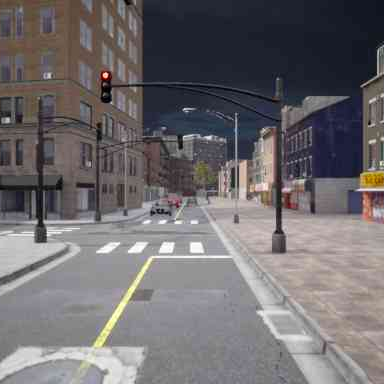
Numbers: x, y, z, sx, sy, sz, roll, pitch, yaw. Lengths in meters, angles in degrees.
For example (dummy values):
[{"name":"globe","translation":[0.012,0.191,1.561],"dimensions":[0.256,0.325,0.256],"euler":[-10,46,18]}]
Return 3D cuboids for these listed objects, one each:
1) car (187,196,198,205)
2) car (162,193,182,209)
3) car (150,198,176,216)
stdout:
[{"name":"car","translation":[0.026,1.511,59.308],"dimensions":[2.128,1.511,4.902],"euler":[0,0,0]},{"name":"car","translation":[-2.897,1.232,46.866],"dimensions":[2.150,2.045,5.566],"euler":[0,0,0]},{"name":"car","translation":[-2.889,1.569,32.142],"dimensions":[1.994,1.385,4.181],"euler":[0,0,0]}]
